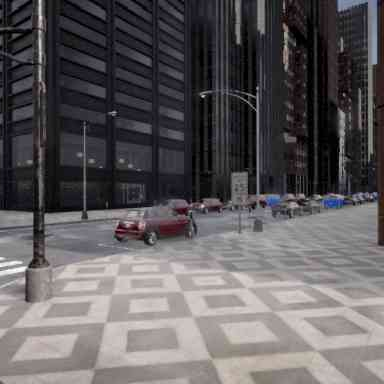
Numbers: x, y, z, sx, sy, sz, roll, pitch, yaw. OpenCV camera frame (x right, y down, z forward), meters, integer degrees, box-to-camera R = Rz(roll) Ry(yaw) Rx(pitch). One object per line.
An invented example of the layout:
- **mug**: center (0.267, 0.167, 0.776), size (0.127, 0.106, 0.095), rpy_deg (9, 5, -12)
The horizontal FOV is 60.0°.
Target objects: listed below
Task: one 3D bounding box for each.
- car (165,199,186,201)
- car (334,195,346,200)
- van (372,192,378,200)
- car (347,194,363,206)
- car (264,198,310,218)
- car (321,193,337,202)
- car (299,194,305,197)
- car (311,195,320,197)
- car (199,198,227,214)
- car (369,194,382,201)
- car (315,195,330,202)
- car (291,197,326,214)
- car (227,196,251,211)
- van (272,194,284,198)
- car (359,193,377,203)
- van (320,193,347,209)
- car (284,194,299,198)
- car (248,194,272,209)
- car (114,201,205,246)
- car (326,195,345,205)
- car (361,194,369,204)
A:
- **car**: center (-1.870, 1.395, 29.277), size (1.967, 1.590, 4.097), rpy_deg (0, 0, 36)
- **car**: center (37.414, 1.393, 83.939), size (1.947, 1.339, 4.313), rpy_deg (0, 0, 36)
- **van**: center (37.798, 1.155, 69.865), size (1.690, 1.788, 3.998), rpy_deg (0, 0, 36)
- **car**: center (24.704, 1.418, 51.646), size (1.947, 1.339, 4.313), rpy_deg (0, 0, 36)
- **car**: center (8.337, 1.462, 28.872), size (2.008, 1.369, 4.403), rpy_deg (0, 0, 36)
- **car**: center (30.866, 1.159, 74.828), size (2.192, 1.841, 5.009), rpy_deg (0, 0, 36)
- **car**: center (17.771, 1.198, 56.607), size (2.192, 1.841, 5.009), rpy_deg (0, 0, 36)
- **car**: center (24.319, 1.303, 65.718), size (1.967, 1.590, 4.097), rpy_deg (0, 0, 36)
- **car**: center (1.404, 1.382, 33.832), size (1.967, 1.590, 4.097), rpy_deg (0, 0, 36)
- **car**: center (41.071, 1.245, 74.420), size (1.967, 1.590, 4.097), rpy_deg (0, 0, 36)
- **car**: center (27.593, 1.404, 70.274), size (2.008, 1.369, 4.403), rpy_deg (0, 0, 36)
- **car**: center (11.611, 1.464, 33.427), size (1.947, 1.339, 4.313), rpy_deg (0, 0, 36)
- **car**: center (4.678, 1.480, 38.388), size (2.008, 1.369, 4.403), rpy_deg (0, 0, 36)
- **van**: center (11.224, 1.246, 47.497), size (1.690, 1.788, 3.998), rpy_deg (0, 0, 36)
- **car**: center (34.525, 1.368, 65.311), size (1.887, 1.381, 4.507), rpy_deg (0, 0, 36)
- **van**: center (18.157, 1.215, 42.536), size (1.690, 1.788, 3.998), rpy_deg (0, 0, 36)
- **car**: center (14.498, 1.208, 52.053), size (2.192, 1.841, 5.009), rpy_deg (0, 0, 36)
- **car**: center (7.951, 1.231, 42.943), size (2.192, 1.841, 5.009), rpy_deg (0, 0, 36)
- **car**: center (-1.483, 1.393, 15.208), size (1.967, 1.590, 4.097), rpy_deg (0, 0, 36)
- **car**: center (23.806, 1.335, 54.958), size (1.882, 1.535, 5.008), rpy_deg (0, 0, 35)
- **car**: center (27.978, 1.408, 56.201), size (1.947, 1.339, 4.313), rpy_deg (0, 0, 36)
